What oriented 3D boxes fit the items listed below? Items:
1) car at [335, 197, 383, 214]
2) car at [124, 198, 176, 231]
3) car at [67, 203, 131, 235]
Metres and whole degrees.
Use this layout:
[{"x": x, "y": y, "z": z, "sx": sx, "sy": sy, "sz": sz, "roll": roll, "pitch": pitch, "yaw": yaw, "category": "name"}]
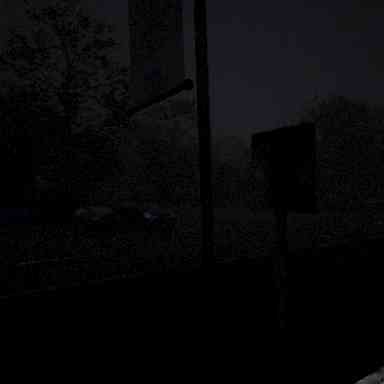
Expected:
[{"x": 17.059, "y": 1.419, "z": 34.065, "sx": 2.002, "sy": 1.452, "sz": 4.674, "roll": 0, "pitch": 0, "yaw": -35, "category": "car"}, {"x": -2.847, "y": 1.251, "z": 20.064, "sx": 2.185, "sy": 1.767, "sz": 4.553, "roll": 0, "pitch": 0, "yaw": -35, "category": "car"}, {"x": -5.395, "y": 1.418, "z": 18.177, "sx": 2.002, "sy": 1.452, "sz": 4.674, "roll": 0, "pitch": 0, "yaw": -36, "category": "car"}]
